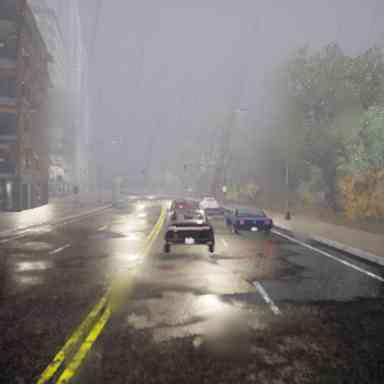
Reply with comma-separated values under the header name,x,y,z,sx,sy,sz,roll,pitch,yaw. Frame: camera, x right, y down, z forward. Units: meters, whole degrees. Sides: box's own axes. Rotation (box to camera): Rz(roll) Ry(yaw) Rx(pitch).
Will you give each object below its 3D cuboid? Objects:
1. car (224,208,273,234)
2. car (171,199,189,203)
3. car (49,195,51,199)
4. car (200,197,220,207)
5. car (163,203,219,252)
name,x,y,z,sx,sy,sz,roll,pitch,yaw
car,2.949,1.508,18.394,1.895,1.301,4.718,0,0,-2
car,-1.219,1.390,34.601,1.994,1.385,4.181,0,0,-4
car,-27.872,0.790,60.153,4.097,1.590,1.967,1,-1,-14
car,1.860,1.334,37.009,1.812,1.442,4.674,0,0,-4
car,-0.146,1.426,13.603,2.128,1.511,4.902,0,0,-2
